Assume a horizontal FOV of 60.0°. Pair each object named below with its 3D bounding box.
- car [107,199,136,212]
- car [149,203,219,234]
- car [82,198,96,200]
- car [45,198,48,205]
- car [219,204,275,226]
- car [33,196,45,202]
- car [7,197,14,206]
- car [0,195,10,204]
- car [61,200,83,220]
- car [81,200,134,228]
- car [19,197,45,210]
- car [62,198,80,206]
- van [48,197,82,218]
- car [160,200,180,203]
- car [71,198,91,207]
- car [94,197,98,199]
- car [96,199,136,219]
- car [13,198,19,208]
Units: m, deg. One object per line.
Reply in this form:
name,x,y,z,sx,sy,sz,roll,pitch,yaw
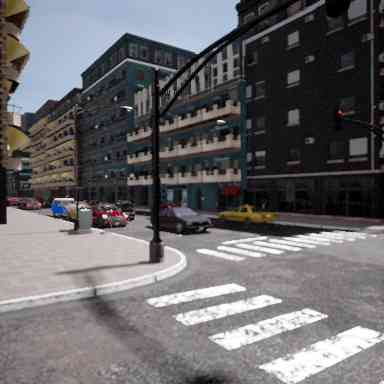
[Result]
car,-8.983,1.679,42.121,2.008,1.369,4.403,-1,0,-36
car,-0.873,1.672,20.907,2.033,1.411,5.357,-1,0,-32
car,-12.815,1.726,37.542,2.033,1.411,5.357,-1,0,-36
car,-25.680,1.730,60.981,1.837,1.490,4.892,-1,0,-36
car,3.810,1.596,24.264,1.752,1.417,4.829,-1,0,-36
car,-37.991,1.825,82.612,1.887,1.381,4.507,-1,0,-36
car,-31.911,1.832,59.736,1.887,1.381,4.507,-1,0,-36
car,-41.583,1.655,73.231,2.192,1.841,5.009,-1,0,-36
car,-9.250,1.702,28.106,1.752,1.417,4.829,-1,0,-36
car,-6.127,1.603,23.745,1.967,1.590,4.097,-1,0,-36
car,-22.243,1.677,46.239,1.967,1.590,4.097,-1,0,-36
car,-21.875,1.743,60.117,2.008,1.369,4.403,-1,0,-36
van,-12.574,1.533,32.741,1.690,1.788,3.998,-1,0,-36
car,-2.538,1.539,33.123,1.967,1.590,4.097,-1,0,-36
car,-18.652,1.741,55.618,1.947,1.339,4.313,-1,0,-36
car,-15.430,1.599,51.118,1.967,1.590,4.097,-1,0,-36
car,-6.537,1.653,28.770,1.837,1.490,4.892,-1,1,-35
car,-25.464,1.819,50.738,1.947,1.339,4.313,-1,0,-36
